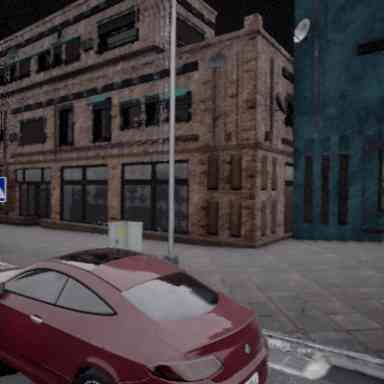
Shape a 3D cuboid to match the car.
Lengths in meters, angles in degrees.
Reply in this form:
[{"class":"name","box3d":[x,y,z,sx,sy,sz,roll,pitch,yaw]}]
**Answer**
[{"class":"car","box3d":[-1.342,1.488,4.332,4.674,1.442,1.812,2,1,35]}]
